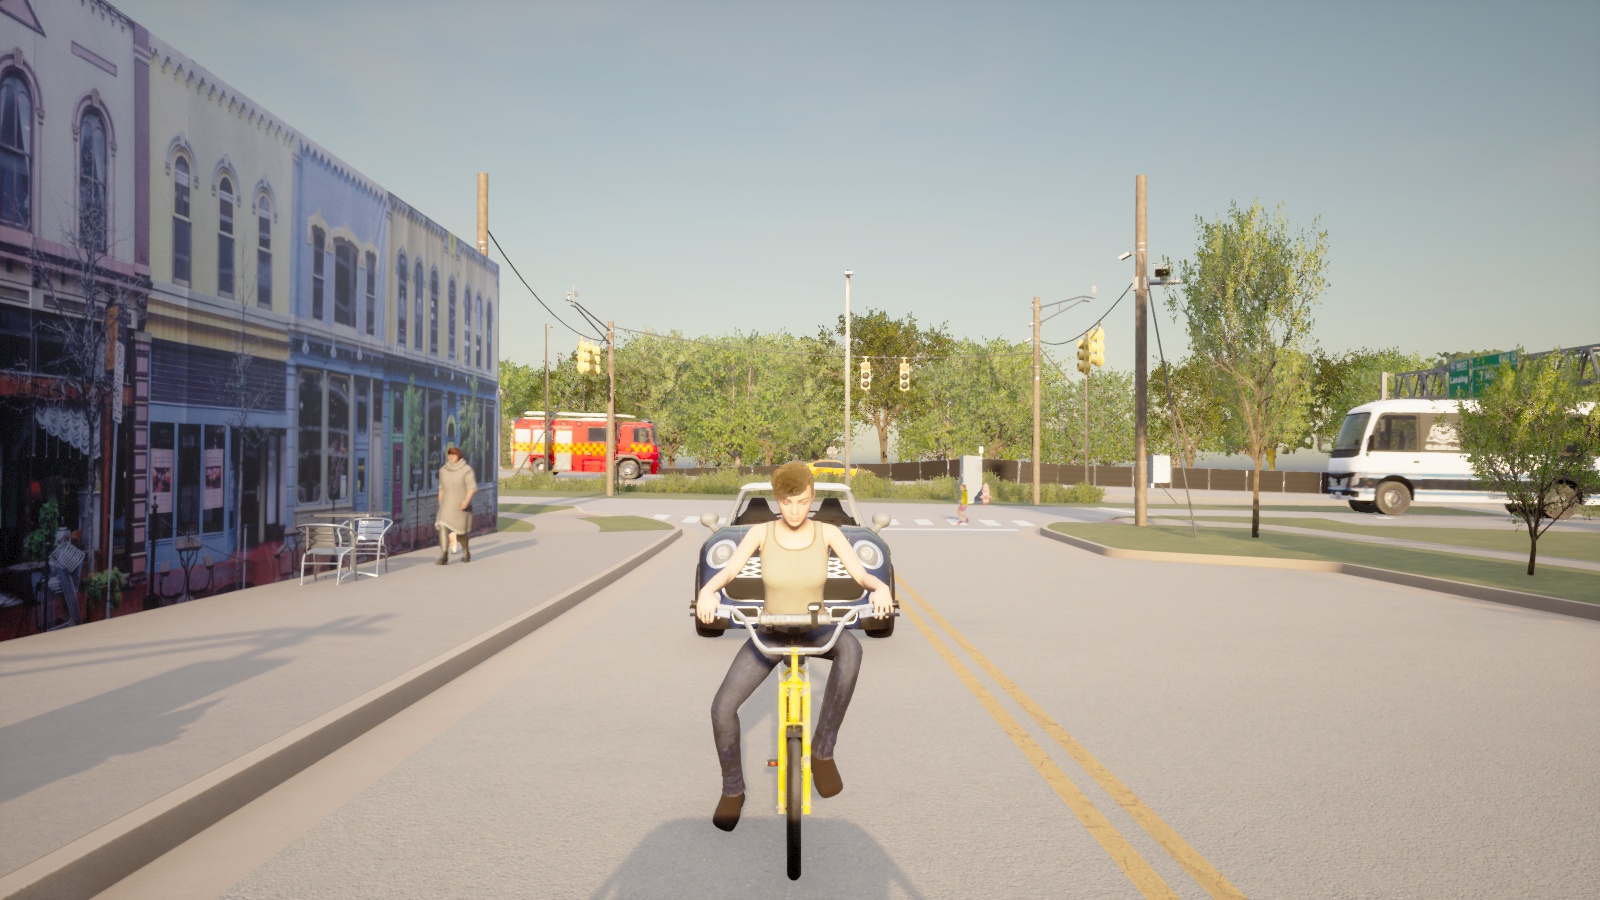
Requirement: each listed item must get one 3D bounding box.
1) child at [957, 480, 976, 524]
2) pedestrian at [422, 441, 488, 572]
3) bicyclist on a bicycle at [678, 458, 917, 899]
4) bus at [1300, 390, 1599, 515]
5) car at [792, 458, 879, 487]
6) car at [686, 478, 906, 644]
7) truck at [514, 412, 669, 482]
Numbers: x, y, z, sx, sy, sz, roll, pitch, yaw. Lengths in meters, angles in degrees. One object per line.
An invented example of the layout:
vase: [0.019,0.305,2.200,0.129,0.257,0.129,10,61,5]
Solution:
child: [4.426,1.381,33.401,0.473,1.160,0.299,0,-1,0]
pedestrian: [-5.301,0.854,19.308,0.659,1.952,0.873,0,-1,11]
bicyclist on a bicycle: [-0.017,0.853,5.334,0.866,1.612,1.509,0,-1,-1]
bus: [24.151,0.114,45.783,10.273,4.253,3.944,1,-1,6]
car: [2.041,1.308,73.398,5.008,1.535,1.882,1,-1,0]
car: [-0.039,1.037,13.186,1.970,1.475,3.806,0,-1,0]
truck: [-12.096,-0.134,73.358,8.468,3.827,2.891,1,-1,0]
